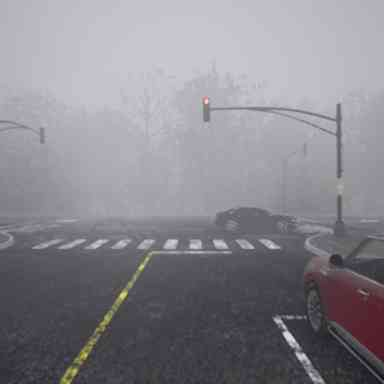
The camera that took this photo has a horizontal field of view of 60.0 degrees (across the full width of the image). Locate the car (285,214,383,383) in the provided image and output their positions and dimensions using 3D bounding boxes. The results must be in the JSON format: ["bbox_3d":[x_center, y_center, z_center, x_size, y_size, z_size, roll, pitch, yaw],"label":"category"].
[{"bbox_3d":[2.840,1.315,3.555,2.192,1.841,5.009,1,0,0],"label":"car"}]

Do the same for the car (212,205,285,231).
[{"bbox_3d":[3.656,1.563,19.703,4.892,1.490,1.837,0,0,1],"label":"car"}]
